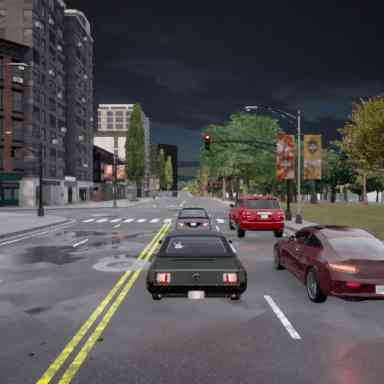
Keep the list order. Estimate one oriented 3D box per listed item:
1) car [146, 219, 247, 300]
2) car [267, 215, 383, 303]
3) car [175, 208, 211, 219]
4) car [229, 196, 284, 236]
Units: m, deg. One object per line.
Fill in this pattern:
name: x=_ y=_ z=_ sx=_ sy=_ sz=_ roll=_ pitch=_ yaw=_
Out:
car: x=0.081 y=1.599 z=8.324 sx=1.895 sy=1.301 sz=4.718 roll=0 pitch=0 yaw=0
car: x=3.334 y=1.524 z=8.065 sx=1.812 sy=1.442 sz=4.674 roll=0 pitch=0 yaw=0
car: x=0.060 y=1.543 z=17.916 sx=2.033 sy=1.411 sz=5.357 roll=0 pitch=0 yaw=0
car: x=3.309 y=1.217 z=17.877 sx=2.150 sy=2.045 sz=5.566 roll=0 pitch=0 yaw=0
